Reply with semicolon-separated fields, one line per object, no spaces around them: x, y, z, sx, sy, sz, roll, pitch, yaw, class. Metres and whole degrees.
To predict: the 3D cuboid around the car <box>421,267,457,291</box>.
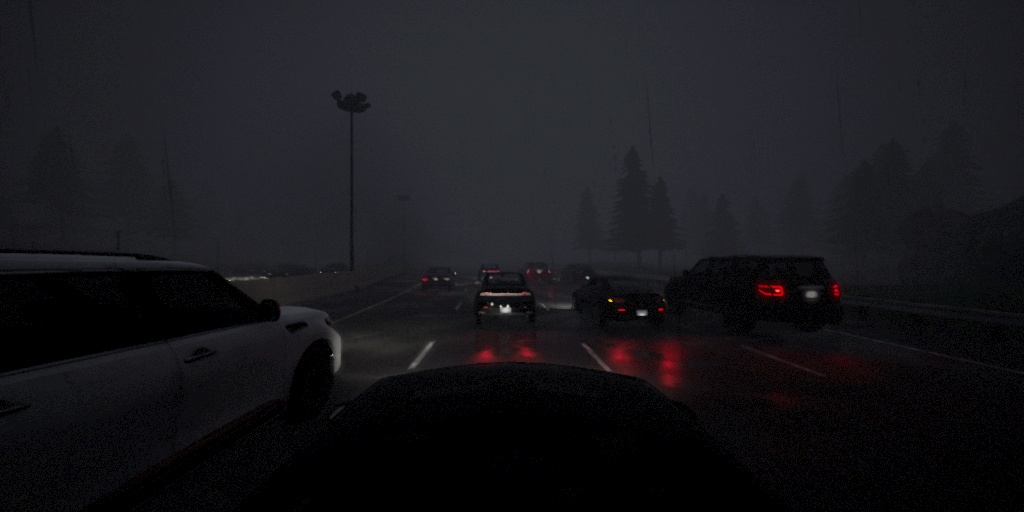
-4.655;1.396;23.144;2.033;1.411;5.357;0;0;-6;car

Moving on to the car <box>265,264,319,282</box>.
-20.117;1.472;33.101;2.033;1.411;5.357;0;0;-5;car

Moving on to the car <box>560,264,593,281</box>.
5.226;1.354;28.705;1.837;1.490;4.892;0;0;-7;car

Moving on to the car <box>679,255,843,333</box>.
6.805;0.994;10.969;2.150;2.045;5.566;0;0;-3;car

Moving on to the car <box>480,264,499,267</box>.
-1.830;1.356;28.636;2.128;1.511;4.902;0;0;-7;car

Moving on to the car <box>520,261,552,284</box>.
1.735;1.208;28.363;2.097;1.767;4.553;0;0;-7;car

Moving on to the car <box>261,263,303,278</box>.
-24.979;1.508;39.203;2.033;1.411;5.357;0;0;-10;car

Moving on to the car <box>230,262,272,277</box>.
-28.764;1.448;39.692;1.882;1.535;5.008;0;0;-12;car

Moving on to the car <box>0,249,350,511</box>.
-3.462;0.983;2.685;2.150;2.045;5.566;0;0;0;car

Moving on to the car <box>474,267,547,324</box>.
-0.281;1.285;12.280;2.128;1.511;4.902;0;0;-3;car

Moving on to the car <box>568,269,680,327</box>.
3.259;1.309;11.565;1.812;1.442;4.674;0;0;-3;car

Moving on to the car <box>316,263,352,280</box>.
-17.088;1.430;34.638;1.837;1.490;4.892;0;-1;-10;car
